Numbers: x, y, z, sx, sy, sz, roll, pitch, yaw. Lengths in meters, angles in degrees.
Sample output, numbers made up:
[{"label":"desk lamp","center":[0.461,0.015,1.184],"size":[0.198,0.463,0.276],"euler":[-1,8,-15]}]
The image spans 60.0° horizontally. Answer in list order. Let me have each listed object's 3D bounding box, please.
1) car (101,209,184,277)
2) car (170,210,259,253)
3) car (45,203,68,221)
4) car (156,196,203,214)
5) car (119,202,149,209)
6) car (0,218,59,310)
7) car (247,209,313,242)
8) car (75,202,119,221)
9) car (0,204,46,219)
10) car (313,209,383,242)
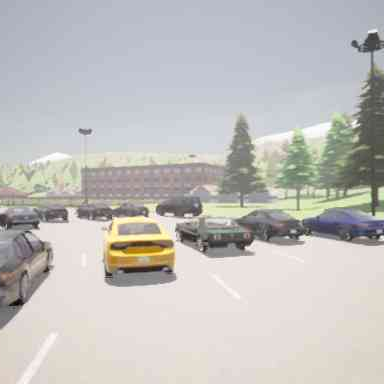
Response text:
[{"label":"car","center":[-1.852,1.546,10.683],"size":[1.882,1.535,5.008],"euler":[0,0,-15]},{"label":"car","center":[0.729,1.677,14.269],"size":[1.895,1.301,4.718],"euler":[0,0,-19]},{"label":"car","center":[-12.266,1.723,28.511],"size":[1.837,1.490,4.892],"euler":[1,-1,-43]},{"label":"car","center":[-1.273,1.408,32.302],"size":[2.150,2.045,5.566],"euler":[0,-1,-39]},{"label":"car","center":[-5.927,1.734,32.290],"size":[1.812,1.442,4.674],"euler":[0,-1,-42]},{"label":"car","center":[-4.600,1.614,7.866],"size":[2.033,1.411,5.357],"euler":[0,0,-14]},{"label":"car","center":[3.680,1.603,16.879],"size":[1.812,1.442,4.674],"euler":[0,0,-20]},{"label":"car","center":[-8.851,1.714,29.936],"size":[1.837,1.490,4.892],"euler":[1,-1,-42]},{"label":"car","center":[-12.144,1.735,23.269],"size":[2.033,1.411,5.357],"euler":[0,0,-38]},{"label":"car","center":[7.446,1.584,16.764],"size":[1.812,1.442,4.674],"euler":[0,0,-19]}]
